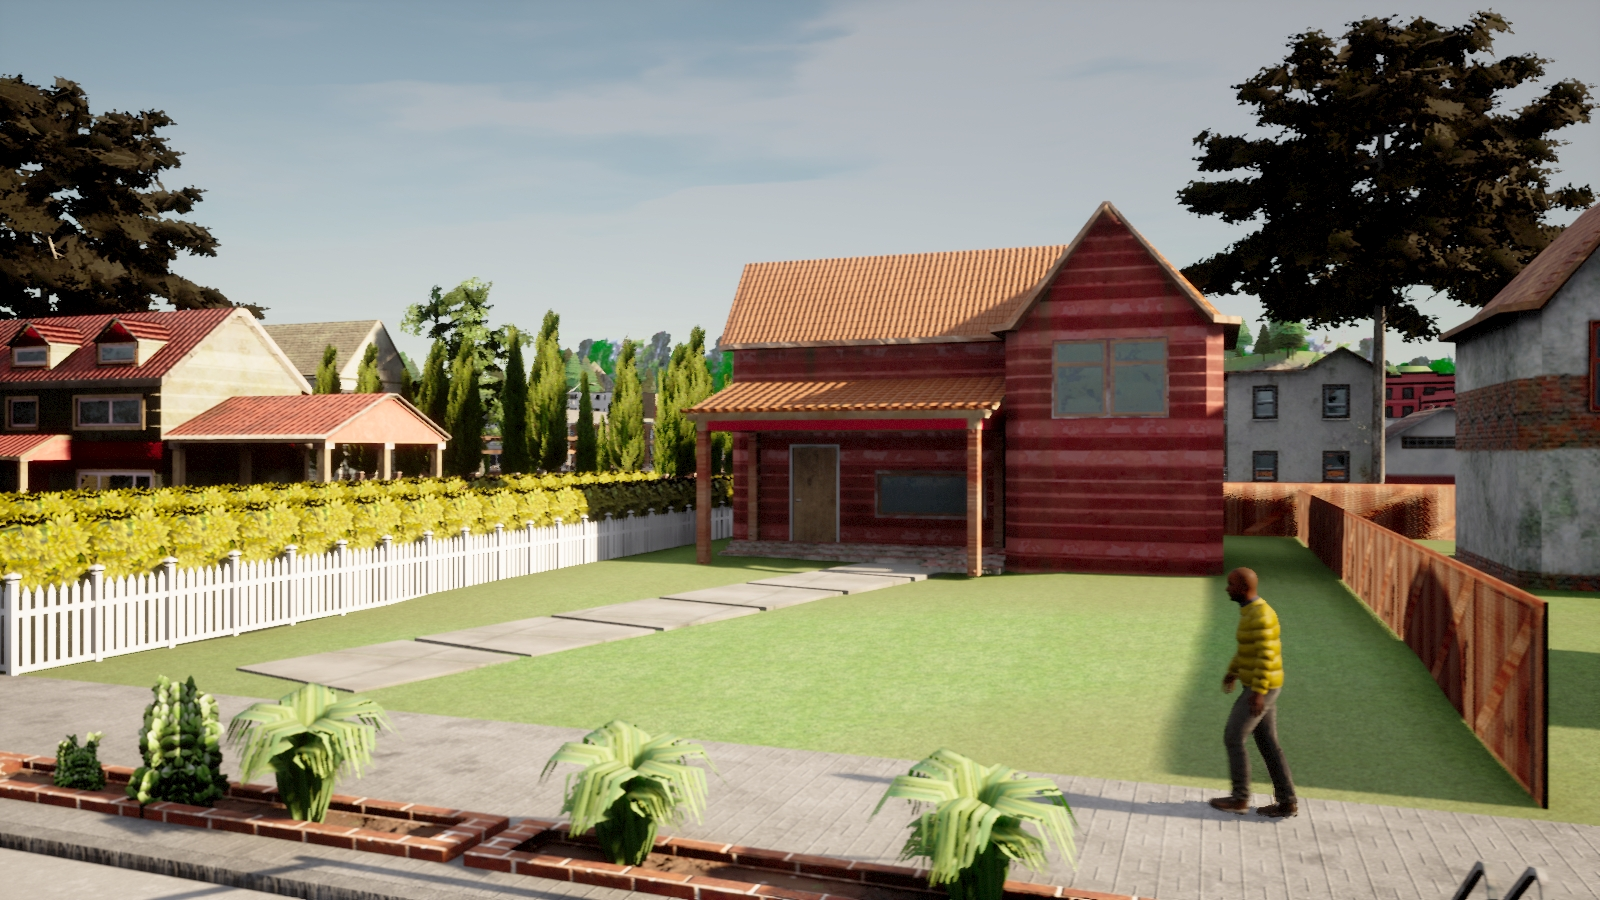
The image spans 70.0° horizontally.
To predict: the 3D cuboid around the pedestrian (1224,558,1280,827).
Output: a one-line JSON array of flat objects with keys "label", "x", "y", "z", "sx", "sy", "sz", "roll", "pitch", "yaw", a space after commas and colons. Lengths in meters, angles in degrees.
[{"label": "pedestrian", "x": 3.299, "y": 1.744, "z": 8.355, "sx": 0.375, "sy": 1.860, "sz": 0.375, "roll": 0, "pitch": 0, "yaw": 20}]
